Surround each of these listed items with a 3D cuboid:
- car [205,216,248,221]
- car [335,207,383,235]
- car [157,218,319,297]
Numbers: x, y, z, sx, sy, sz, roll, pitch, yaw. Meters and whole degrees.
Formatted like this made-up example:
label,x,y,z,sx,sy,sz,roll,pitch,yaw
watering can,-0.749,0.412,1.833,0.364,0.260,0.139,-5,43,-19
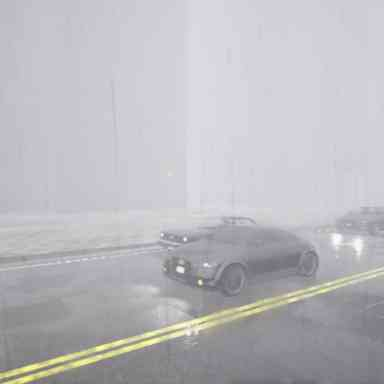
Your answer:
label,x,y,z,sx,sy,sz,roll,pitch,yaw
car,1.105,1.587,12.446,4.718,1.301,1.895,0,0,-36
car,9.889,1.534,18.663,4.181,1.385,1.994,0,0,-35
car,1.375,1.554,8.592,4.181,1.385,1.994,0,0,-35
